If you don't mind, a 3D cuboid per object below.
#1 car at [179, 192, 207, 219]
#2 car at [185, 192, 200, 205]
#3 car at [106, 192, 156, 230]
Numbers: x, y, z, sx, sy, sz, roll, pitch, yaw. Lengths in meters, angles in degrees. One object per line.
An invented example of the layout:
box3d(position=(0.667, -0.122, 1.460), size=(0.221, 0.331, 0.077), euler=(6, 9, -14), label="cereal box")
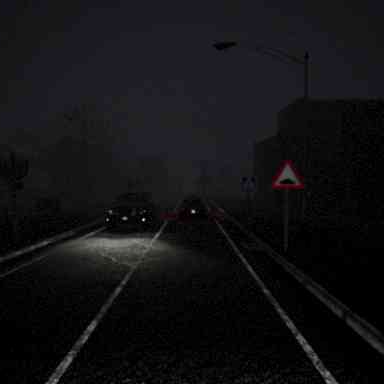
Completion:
box3d(position=(0.082, 1.023, 24.334), size=(1.994, 1.385, 4.181), euler=(0, 8, 0), label="car")
box3d(position=(0.069, 0.772, 40.859), size=(1.812, 1.442, 4.674), euler=(0, 1, 0), label="car")
box3d(position=(-3.357, 0.986, 19.401), size=(2.150, 2.045, 5.566), euler=(0, 0, 0), label="car")
